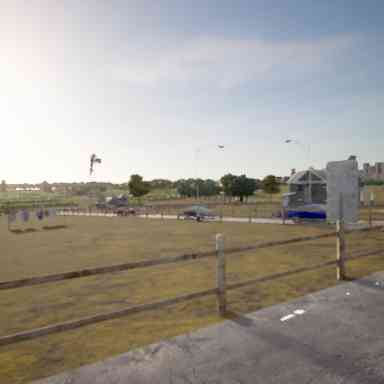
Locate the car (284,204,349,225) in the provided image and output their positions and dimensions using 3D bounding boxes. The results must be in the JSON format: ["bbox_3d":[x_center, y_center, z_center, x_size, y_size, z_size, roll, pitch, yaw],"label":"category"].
[{"bbox_3d":[9.913,1.687,25.829,1.882,1.535,5.008,-1,-1,-36],"label":"car"}]

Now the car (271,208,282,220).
[{"bbox_3d":[9.489,1.921,31.453,1.994,1.385,4.181,-1,-2,-35],"label":"car"}]

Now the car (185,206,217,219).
[{"bbox_3d":[0.913,2.357,38.442,1.812,1.442,4.674,-1,-2,-35],"label":"car"}]

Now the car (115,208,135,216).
[{"bbox_3d":[-11.037,3.304,55.354,1.895,1.301,4.718,-1,-2,-36],"label":"car"}]
